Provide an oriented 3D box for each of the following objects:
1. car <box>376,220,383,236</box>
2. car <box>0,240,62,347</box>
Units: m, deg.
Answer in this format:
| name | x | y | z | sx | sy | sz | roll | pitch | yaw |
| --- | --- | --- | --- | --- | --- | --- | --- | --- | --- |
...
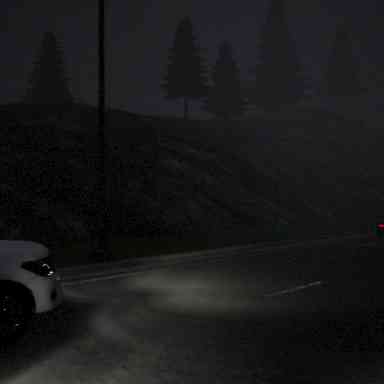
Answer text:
| name | x | y | z | sx | sy | sz | roll | pitch | yaw |
| --- | --- | --- | --- | --- | --- | --- | --- | --- | --- |
| car | 10.830 | 1.572 | 15.790 | 5.357 | 1.411 | 2.033 | 0 | 0 | -36 |
| car | -4.826 | 1.220 | 4.607 | 5.566 | 2.045 | 2.150 | 0 | 0 | -35 |
